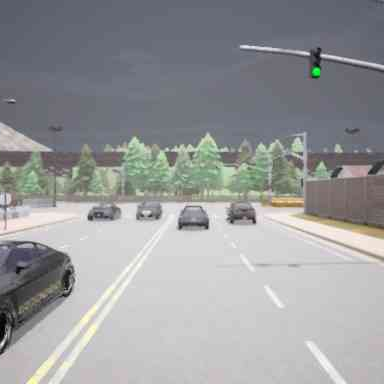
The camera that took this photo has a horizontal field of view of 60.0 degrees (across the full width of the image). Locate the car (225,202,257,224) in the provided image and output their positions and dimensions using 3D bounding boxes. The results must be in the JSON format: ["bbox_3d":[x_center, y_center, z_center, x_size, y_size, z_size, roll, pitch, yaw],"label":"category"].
[{"bbox_3d":[3.609,1.505,24.887,1.837,1.490,4.892,0,0,1],"label":"car"}]

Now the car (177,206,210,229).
[{"bbox_3d":[0.096,1.564,21.430,1.994,1.385,4.181,0,0,0],"label":"car"}]

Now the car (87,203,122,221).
[{"bbox_3d":[-7.011,1.565,27.024,1.994,1.385,4.181,0,0,0],"label":"car"}]

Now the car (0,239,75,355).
[{"bbox_3d":[-3.600,1.564,5.771,1.994,1.385,4.181,0,0,0],"label":"car"}]

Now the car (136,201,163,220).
[{"bbox_3d":[-3.506,1.495,27.947,2.128,1.511,4.902,0,0,0],"label":"car"}]
